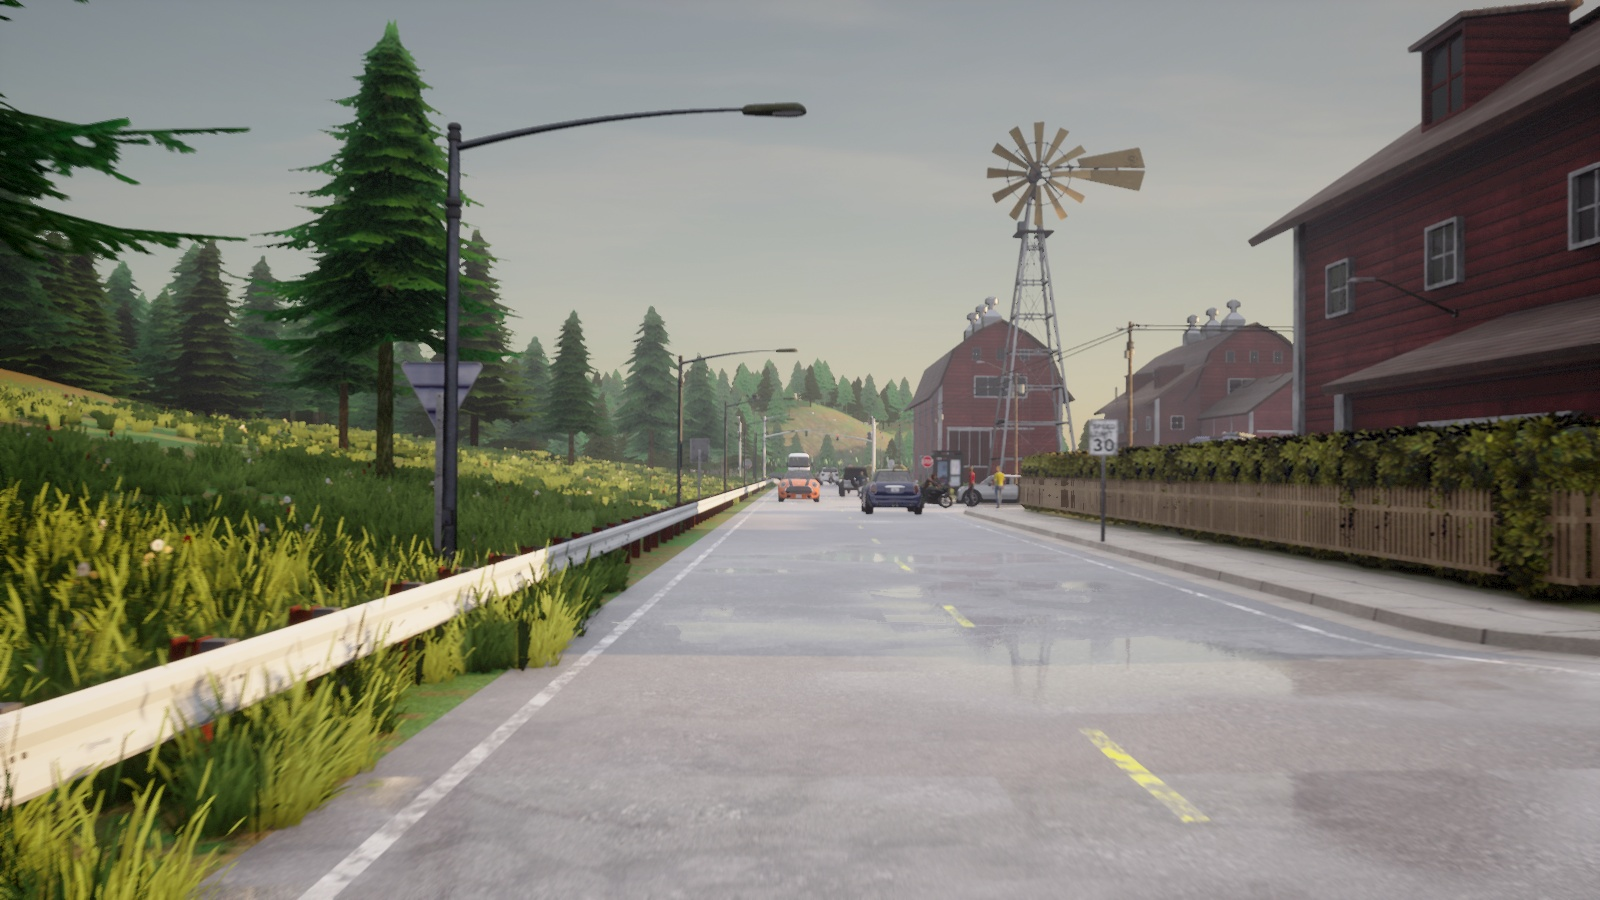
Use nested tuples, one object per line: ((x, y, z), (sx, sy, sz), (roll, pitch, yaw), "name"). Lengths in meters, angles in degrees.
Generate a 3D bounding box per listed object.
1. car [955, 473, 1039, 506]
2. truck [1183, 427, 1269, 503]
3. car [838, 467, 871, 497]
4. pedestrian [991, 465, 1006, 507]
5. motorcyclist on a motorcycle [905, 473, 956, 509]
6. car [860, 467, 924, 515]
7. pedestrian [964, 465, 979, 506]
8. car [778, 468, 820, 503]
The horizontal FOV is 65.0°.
((9.154, 1.817, 58.307), (3.806, 1.475, 1.970), (0, -1, 10), "car")
((23.054, 0.857, 67.681), (2.891, 3.827, 8.468), (-1, -1, 29), "truck")
((3.438, 2.012, 79.192), (1.905, 1.878, 3.866), (0, -1, 0), "car")
((8.665, 1.575, 54.790), (0.354, 1.836, 0.706), (0, -1, -17), "pedestrian")
((5.695, 1.771, 54.843), (2.044, 1.523, 0.797), (0, -1, 22), "motorcyclist on a motorcycle")
((3.466, 1.527, 48.030), (2.097, 1.767, 4.553), (0, -1, 0), "car")
((7.743, 1.608, 56.692), (0.636, 1.846, 0.331), (0, -1, 22), "pedestrian")
((-0.048, 1.824, 64.984), (2.097, 1.767, 4.553), (0, -1, 0), "car")
